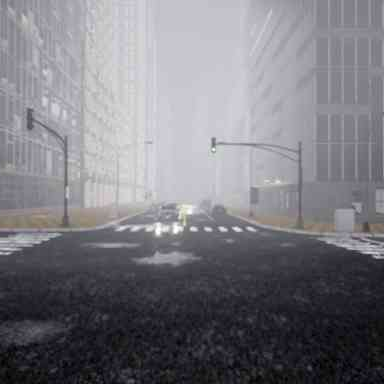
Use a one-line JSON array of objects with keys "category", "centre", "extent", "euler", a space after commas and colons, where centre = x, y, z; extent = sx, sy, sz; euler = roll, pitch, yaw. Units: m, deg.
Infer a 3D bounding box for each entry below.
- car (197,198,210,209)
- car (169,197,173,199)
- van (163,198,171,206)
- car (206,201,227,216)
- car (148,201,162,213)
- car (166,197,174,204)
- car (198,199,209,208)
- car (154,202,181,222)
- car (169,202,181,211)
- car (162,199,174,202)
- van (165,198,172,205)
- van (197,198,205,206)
[{"category": "car", "centre": [2.488, 2.127, 61.692], "extent": [2.192, 1.841, 5.009], "euler": [0, -1, -1]}, {"category": "car", "centre": [-5.662, 2.351, 72.549], "extent": [1.967, 1.590, 4.097], "euler": [0, -1, -1]}, {"category": "van", "centre": [-5.798, 2.318, 78.076], "extent": [1.690, 1.788, 3.998], "euler": [0, -1, -1]}, {"category": "car", "centre": [3.080, 2.108, 39.590], "extent": [1.947, 1.339, 4.313], "euler": [0, -1, -1]}, {"category": "car", "centre": [-4.983, 2.161, 44.919], "extent": [1.802, 1.307, 4.206], "euler": [0, -1, -1]}, {"category": "car", "centre": [-6.205, 2.488, 94.652], "extent": [2.192, 1.841, 5.009], "euler": [0, -1, -1]}, {"category": "car", "centre": [2.352, 2.318, 67.217], "extent": [1.967, 1.590, 4.097], "euler": [0, -1, -1]}, {"category": "car", "centre": [-2.169, 1.937, 30.787], "extent": [1.812, 1.442, 4.674], "euler": [0, -1, -1]}, {"category": "car", "centre": [-2.736, 2.307, 54.604], "extent": [1.895, 1.301, 4.718], "euler": [0, -1, -1]}, {"category": "car", "centre": [-2.424, 2.020, 41.241], "extent": [1.882, 1.535, 5.008], "euler": [0, -1, -2]}, {"category": "van", "centre": [-5.933, 2.383, 83.601], "extent": [1.690, 1.788, 3.998], "euler": [0, -1, -1]}, {"category": "van", "centre": [2.080, 2.350, 78.269], "extent": [1.690, 1.788, 3.998], "euler": [0, -1, -1]}]
